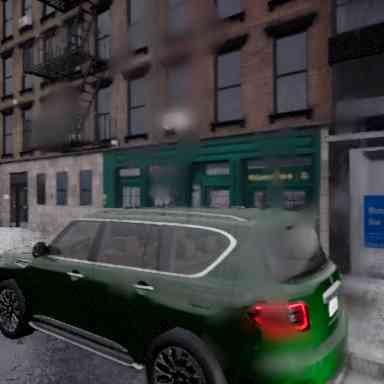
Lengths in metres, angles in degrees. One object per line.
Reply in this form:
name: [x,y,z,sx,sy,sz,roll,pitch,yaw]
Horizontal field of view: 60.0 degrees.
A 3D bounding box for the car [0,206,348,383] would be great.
car: [-0.763,1.233,4.908,5.566,2.045,2.150,0,0,36]
